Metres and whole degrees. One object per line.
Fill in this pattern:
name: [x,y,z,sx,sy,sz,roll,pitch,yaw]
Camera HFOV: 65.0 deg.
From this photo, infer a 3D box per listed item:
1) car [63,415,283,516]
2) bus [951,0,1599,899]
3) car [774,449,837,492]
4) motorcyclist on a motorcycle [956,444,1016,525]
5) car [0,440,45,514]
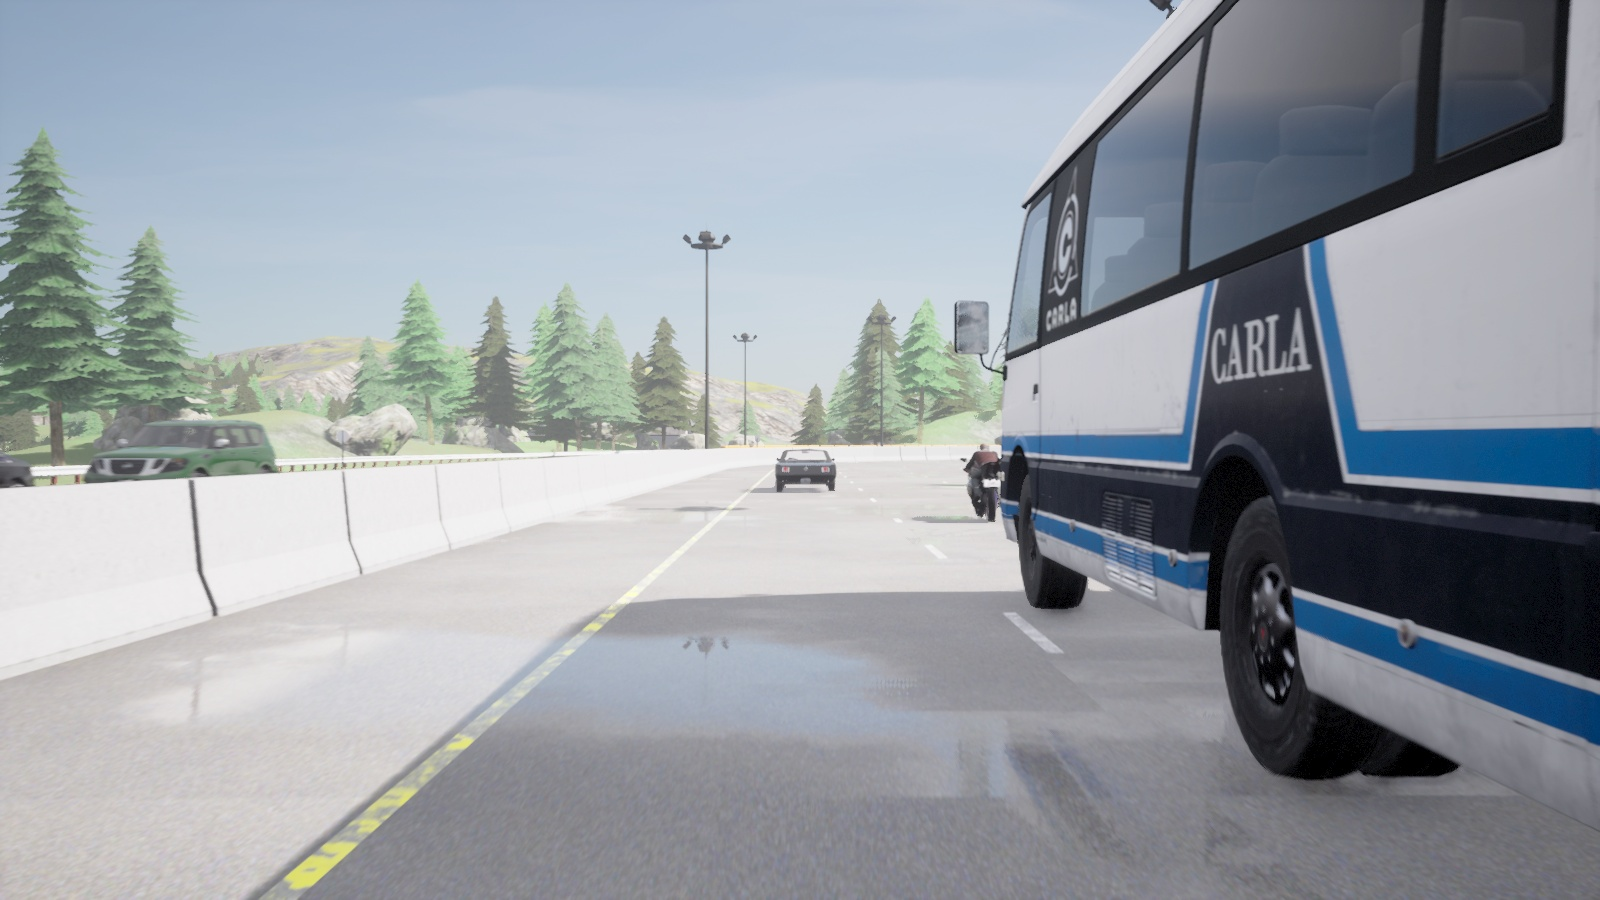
car: [-13.860,0.293,28.244,2.150,2.045,5.566,0,0,0]
bus: [3.563,-0.674,8.272,3.944,4.253,10.273,0,0,0]
car: [0.176,0.617,40.320,1.895,1.301,4.718,0,0,0]
motorcyclist on a motorcycle: [3.629,0.643,24.713,0.866,1.530,2.191,0,0,0]
car: [-17.372,0.548,24.676,2.128,1.511,4.902,0,0,0]
